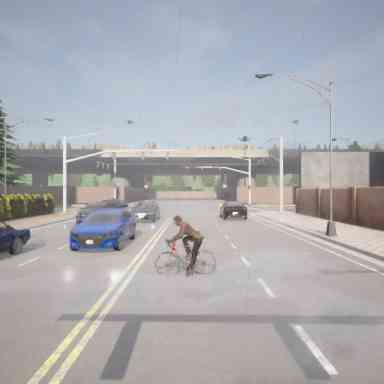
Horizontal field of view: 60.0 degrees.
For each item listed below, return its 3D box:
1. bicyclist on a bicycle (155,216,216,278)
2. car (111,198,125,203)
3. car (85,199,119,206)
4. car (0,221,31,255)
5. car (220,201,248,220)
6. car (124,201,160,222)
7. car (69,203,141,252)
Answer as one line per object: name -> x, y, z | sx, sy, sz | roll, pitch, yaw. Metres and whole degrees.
bicyclist on a bicycle -> -0.196, 1.455, 8.900 | 1.656, 1.620, 0.582 | -2, 0, 0
car -> -10.814, 1.534, 45.724 | 4.181, 1.385, 1.994 | 0, 0, 18
car -> -7.055, 1.506, 24.712 | 1.837, 1.490, 4.892 | 0, 0, 0
car -> -7.105, 1.601, 10.515 | 1.895, 1.301, 4.718 | 0, 0, 0
car -> 3.449, 1.478, 28.108 | 1.882, 1.535, 5.008 | 0, 0, 0
car -> -3.546, 1.492, 25.892 | 2.128, 1.511, 4.902 | 0, 0, 0
car -> -3.609, 1.478, 14.228 | 1.882, 1.535, 5.008 | 0, 0, 0
